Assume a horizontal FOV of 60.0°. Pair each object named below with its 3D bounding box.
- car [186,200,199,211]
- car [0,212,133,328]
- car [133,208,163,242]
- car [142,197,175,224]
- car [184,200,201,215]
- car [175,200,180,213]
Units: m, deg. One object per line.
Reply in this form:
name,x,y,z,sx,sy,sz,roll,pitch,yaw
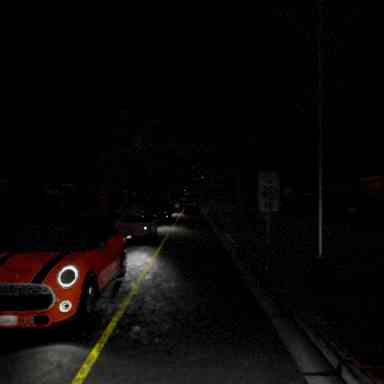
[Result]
car,0.037,1.997,49.574,1.837,1.490,4.892,0,0,0
car,-2.843,1.411,7.393,2.097,1.767,4.553,0,0,0
car,-2.837,1.745,17.276,1.895,1.301,4.718,0,-1,0
car,-2.830,1.467,27.863,2.150,2.045,5.566,0,-1,0
car,0.025,1.892,39.042,1.812,1.442,4.674,0,-1,0
car,-2.723,1.773,43.272,2.097,1.767,4.553,0,-1,0
